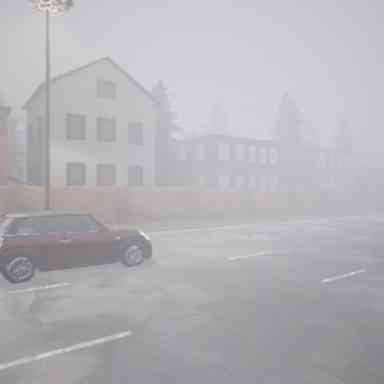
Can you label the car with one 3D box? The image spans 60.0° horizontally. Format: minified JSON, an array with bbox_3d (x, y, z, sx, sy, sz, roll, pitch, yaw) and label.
[{"bbox_3d":[-3.471,1.353,9.866,4.553,1.767,2.097,0,0,-35],"label":"car"}]
